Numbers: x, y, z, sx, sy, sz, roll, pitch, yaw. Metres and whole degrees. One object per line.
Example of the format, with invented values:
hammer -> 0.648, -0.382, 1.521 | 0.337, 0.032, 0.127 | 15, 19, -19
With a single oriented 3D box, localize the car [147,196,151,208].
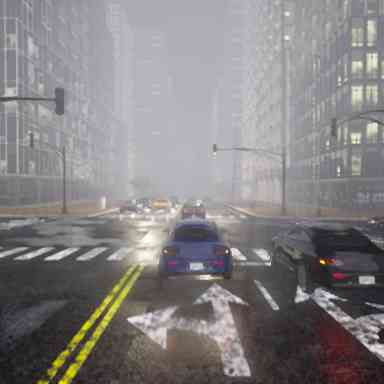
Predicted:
car -> -6.584, 1.479, 46.271 | 1.837, 1.490, 4.892 | 0, 0, 0

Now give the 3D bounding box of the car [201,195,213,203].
car -> 3.246, 1.546, 69.179 | 1.895, 1.301, 4.718 | 0, 0, 0

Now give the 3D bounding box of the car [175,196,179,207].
car -> -3.331, 1.574, 47.305 | 1.895, 1.301, 4.718 | 0, 0, 0

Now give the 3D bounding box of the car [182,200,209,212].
car -> 0.114, 1.541, 27.779 | 1.895, 1.301, 4.718 | 1, -1, 0

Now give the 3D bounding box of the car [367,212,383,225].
car -> 12.456, 1.704, 19.230 | 4.181, 1.385, 1.994 | 0, 1, -1

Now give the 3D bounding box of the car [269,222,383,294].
car -> 3.347, 1.523, 8.670 | 1.812, 1.442, 4.674 | 0, 0, 0

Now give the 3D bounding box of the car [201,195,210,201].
car -> 3.245, 1.488, 79.349 | 1.994, 1.385, 4.181 | 0, 0, 0

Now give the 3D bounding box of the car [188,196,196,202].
car -> -0.005, 1.533, 77.818 | 1.895, 1.301, 4.718 | 0, 0, 0

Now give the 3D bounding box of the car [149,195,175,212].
car -> -3.346, 1.459, 37.926 | 1.882, 1.535, 5.008 | 0, 0, 0

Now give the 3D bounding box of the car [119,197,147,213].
car -> -6.601, 1.530, 36.533 | 2.033, 1.411, 5.357 | 0, 0, 0

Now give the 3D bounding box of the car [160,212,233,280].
car -> 0.100, 1.528, 9.826 | 1.812, 1.442, 4.674 | 0, 0, 0

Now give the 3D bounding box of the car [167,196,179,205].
car -> -3.255, 1.440, 57.833 | 1.882, 1.535, 5.008 | 0, 0, 0

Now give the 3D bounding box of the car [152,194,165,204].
car -> -6.505, 1.306, 65.549 | 2.097, 1.767, 4.553 | 0, 0, 0

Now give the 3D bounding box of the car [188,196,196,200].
car -> -0.005, 1.499, 67.663 | 2.033, 1.411, 5.357 | 0, 0, 0

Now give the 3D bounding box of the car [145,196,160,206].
car -> -6.528, 1.470, 55.625 | 1.837, 1.490, 4.892 | 0, 0, 0
